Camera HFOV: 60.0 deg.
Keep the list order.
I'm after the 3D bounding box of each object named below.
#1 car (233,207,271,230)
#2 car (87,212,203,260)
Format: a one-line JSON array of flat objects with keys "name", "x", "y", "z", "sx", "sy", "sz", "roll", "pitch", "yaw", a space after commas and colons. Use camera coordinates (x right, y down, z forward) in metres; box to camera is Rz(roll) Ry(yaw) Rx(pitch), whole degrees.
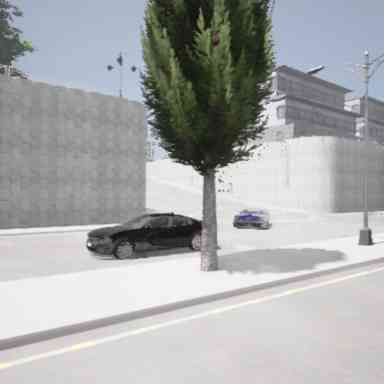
[{"name": "car", "x": 4.152, "y": 1.708, "z": 22.311, "sx": 1.895, "sy": 1.301, "sz": 4.718, "roll": 1, "pitch": 0, "yaw": 19}, {"name": "car", "x": -1.454, "y": 1.541, "z": 12.792, "sx": 5.008, "sy": 1.535, "sz": 1.882, "roll": 1, "pitch": 0, "yaw": -35}]
